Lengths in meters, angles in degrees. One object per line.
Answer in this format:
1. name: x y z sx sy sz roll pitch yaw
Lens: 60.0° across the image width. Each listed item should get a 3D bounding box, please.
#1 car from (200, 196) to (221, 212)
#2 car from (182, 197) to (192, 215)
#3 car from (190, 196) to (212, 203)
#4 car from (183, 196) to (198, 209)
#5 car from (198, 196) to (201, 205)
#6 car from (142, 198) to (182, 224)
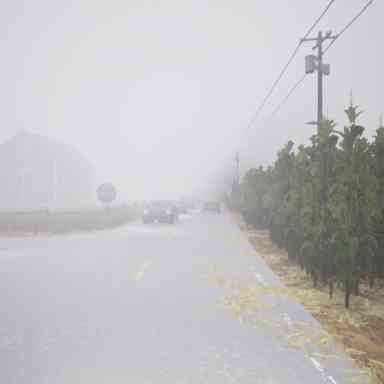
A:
1. car: 2.262 1.472 38.431 1.882 1.535 5.008 0 0 4
2. car: -1.473 1.559 34.126 1.994 1.385 4.181 0 0 4
3. car: 1.835 1.516 69.289 4.674 1.442 1.812 0 0 42
4. car: -0.698 1.346 44.167 2.097 1.767 4.553 0 0 4
5. car: 0.498 1.499 58.883 1.837 1.490 4.892 0 -1 5
6. car: -2.214 1.349 24.364 2.097 1.767 4.553 0 0 4
